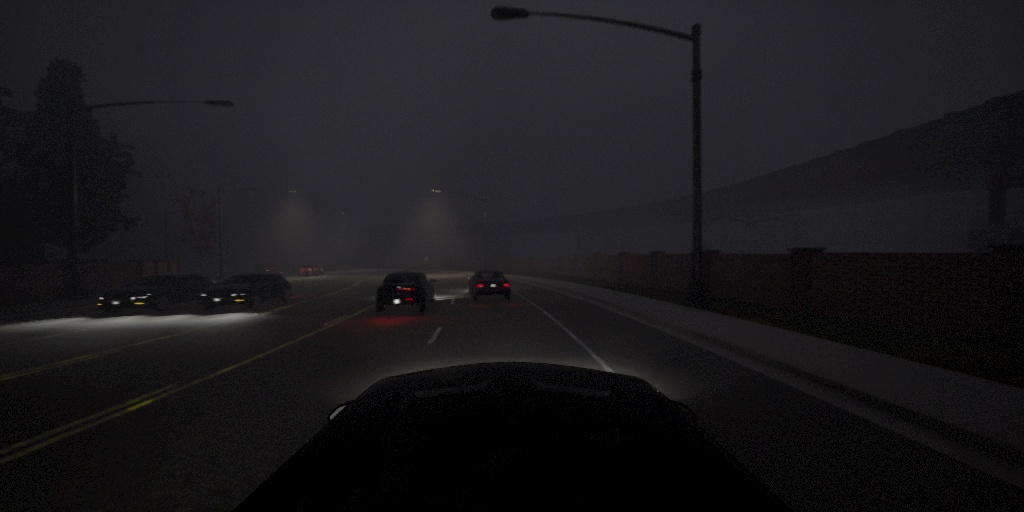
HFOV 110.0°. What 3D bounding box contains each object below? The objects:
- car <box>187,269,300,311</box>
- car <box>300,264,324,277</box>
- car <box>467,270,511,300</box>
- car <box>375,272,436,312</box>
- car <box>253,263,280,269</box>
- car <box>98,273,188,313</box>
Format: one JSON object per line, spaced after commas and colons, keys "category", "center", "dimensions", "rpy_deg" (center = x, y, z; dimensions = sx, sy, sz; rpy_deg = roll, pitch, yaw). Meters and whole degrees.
{"category": "car", "center": [-11.818, 1.500, 16.289], "dimensions": [1.837, 1.490, 4.892], "rpy_deg": [-1, -1, -9]}
{"category": "car", "center": [-28.433, 1.949, 50.844], "dimensions": [4.553, 1.767, 2.097], "rpy_deg": [-2, 0, 44]}
{"category": "car", "center": [-1.274, 1.425, 18.869], "dimensions": [2.033, 1.411, 5.357], "rpy_deg": [-1, 0, -10]}
{"category": "car", "center": [-4.393, 1.395, 15.176], "dimensions": [1.837, 1.490, 4.892], "rpy_deg": [0, 0, -7]}
{"category": "car", "center": [-36.043, 2.043, 52.677], "dimensions": [5.566, 2.045, 2.150], "rpy_deg": [-2, 0, 35]}
{"category": "car", "center": [-15.272, 1.539, 15.871], "dimensions": [1.837, 1.490, 4.892], "rpy_deg": [0, -1, -9]}
